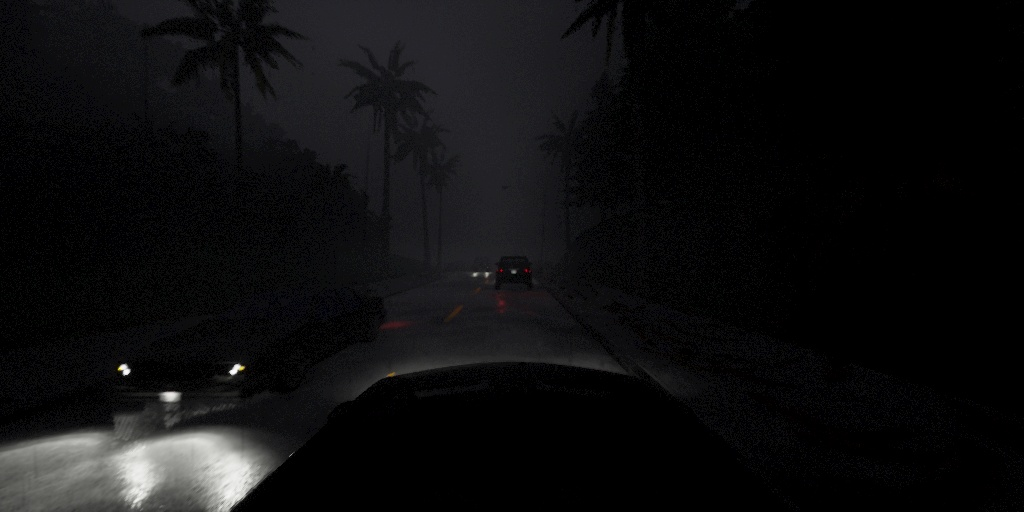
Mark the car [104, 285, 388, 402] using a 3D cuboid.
[{"bbox_3d":[-4.098,1.304,6.961,2.033,1.411,5.357,0,0,0],"label":"car"}]

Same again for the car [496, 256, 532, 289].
[{"bbox_3d":[0.113,0.996,23.223,2.150,2.045,5.566,0,0,0],"label":"car"}]

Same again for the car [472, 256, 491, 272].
[{"bbox_3d":[-4.033,1.020,48.326,2.150,2.045,5.566,0,0,1],"label":"car"}]
